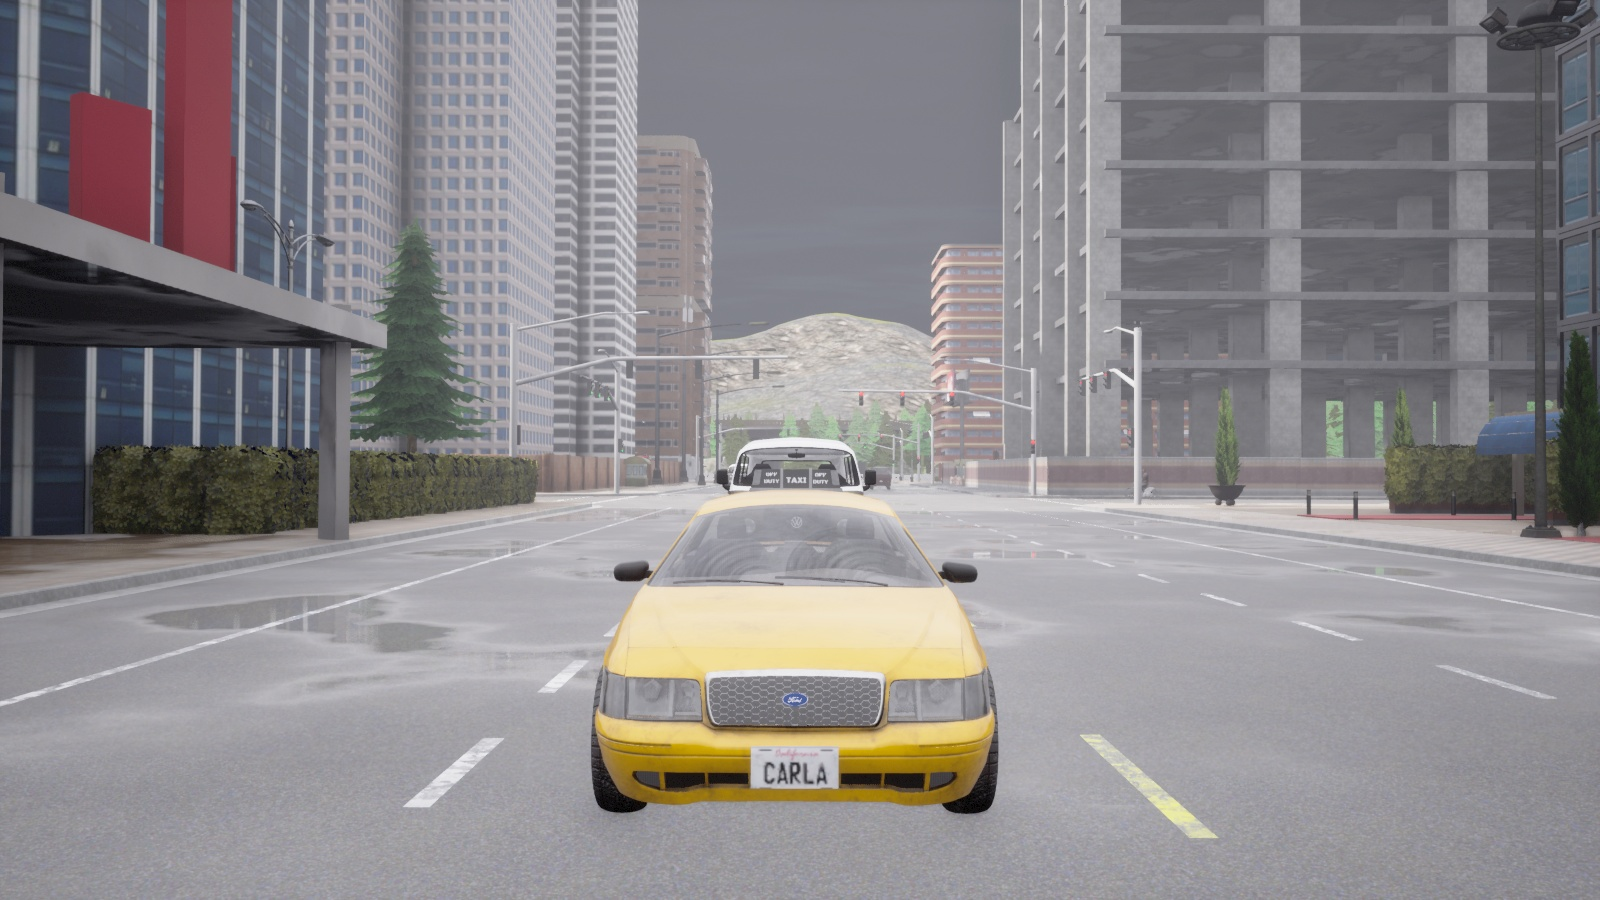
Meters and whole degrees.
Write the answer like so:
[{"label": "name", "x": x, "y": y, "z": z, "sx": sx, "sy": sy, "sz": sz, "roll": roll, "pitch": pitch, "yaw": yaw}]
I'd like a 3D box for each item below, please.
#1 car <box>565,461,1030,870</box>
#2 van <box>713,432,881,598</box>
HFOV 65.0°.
[{"label": "car", "x": -0.019, "y": 0.880, "z": 7.559, "sx": 1.801, "sy": 1.575, "sz": 5.366, "roll": 0, "pitch": -1, "yaw": 0}, {"label": "van", "x": -0.046, "y": 0.836, "z": 17.761, "sx": 2.069, "sy": 2.038, "sz": 4.480, "roll": 0, "pitch": -1, "yaw": 0}]
